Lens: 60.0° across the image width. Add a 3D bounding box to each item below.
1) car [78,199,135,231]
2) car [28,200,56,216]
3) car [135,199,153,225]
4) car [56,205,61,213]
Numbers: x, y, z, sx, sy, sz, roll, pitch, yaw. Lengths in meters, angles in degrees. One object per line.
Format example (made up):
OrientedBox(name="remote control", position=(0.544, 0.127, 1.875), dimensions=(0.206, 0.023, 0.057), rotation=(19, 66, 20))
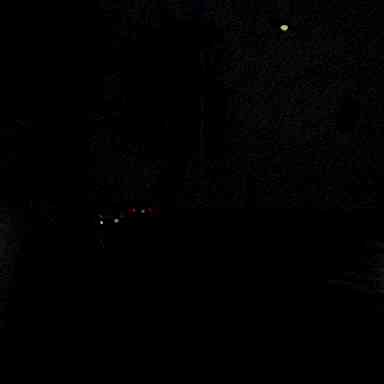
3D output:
OrientedBox(name="car", position=(-6.441, 1.553, 23.701), dimensions=(2.150, 2.045, 5.566), rotation=(0, -1, -35))
OrientedBox(name="car", position=(-19.501, 1.986, 42.622), dimensions=(2.150, 2.045, 5.566), rotation=(0, -1, -35))
OrientedBox(name="car", position=(-5.204, 1.589, 27.084), dimensions=(2.150, 2.045, 5.566), rotation=(0, -1, -35))
OrientedBox(name="car", position=(-21.202, 2.491, 50.050), dimensions=(1.994, 1.385, 4.181), rotation=(0, -1, -35))
